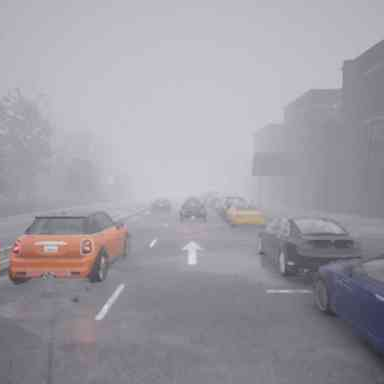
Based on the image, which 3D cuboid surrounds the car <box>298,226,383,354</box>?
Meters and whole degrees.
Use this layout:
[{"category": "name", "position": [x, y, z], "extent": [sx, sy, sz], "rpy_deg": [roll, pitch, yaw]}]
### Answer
[{"category": "car", "position": [3.225, 1.487, 4.444], "extent": [2.002, 1.452, 4.674], "rpy_deg": [0, 0, 0]}]

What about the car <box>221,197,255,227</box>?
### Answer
[{"category": "car", "position": [3.219, 1.324, 21.206], "extent": [1.946, 1.575, 5.366], "rpy_deg": [0, 0, 0]}]

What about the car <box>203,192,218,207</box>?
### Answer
[{"category": "car", "position": [3.201, 1.131, 48.642], "extent": [2.231, 1.521, 4.892], "rpy_deg": [0, 0, 0]}]

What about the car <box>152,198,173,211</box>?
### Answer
[{"category": "car", "position": [-3.163, 1.307, 35.736], "extent": [1.994, 1.385, 4.181], "rpy_deg": [0, 0, 0]}]

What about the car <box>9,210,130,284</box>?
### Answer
[{"category": "car", "position": [-3.152, 1.283, 9.558], "extent": [2.097, 1.767, 4.553], "rpy_deg": [0, 0, 0]}]

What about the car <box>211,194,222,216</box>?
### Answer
[{"category": "car", "position": [3.218, 1.244, 32.258], "extent": [1.946, 1.575, 5.366], "rpy_deg": [0, 0, 0]}]

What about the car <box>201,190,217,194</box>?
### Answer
[{"category": "car", "position": [3.193, 0.837, 54.324], "extent": [2.435, 2.045, 5.566], "rpy_deg": [0, 0, 0]}]

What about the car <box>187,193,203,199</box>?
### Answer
[{"category": "car", "position": [0.081, 1.206, 41.350], "extent": [1.837, 1.490, 4.892], "rpy_deg": [0, 0, 0]}]

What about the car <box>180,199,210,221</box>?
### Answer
[{"category": "car", "position": [0.095, 1.421, 24.970], "extent": [1.895, 1.301, 4.718], "rpy_deg": [0, 0, 0]}]

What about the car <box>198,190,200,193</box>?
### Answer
[{"category": "car", "position": [3.158, 0.600, 87.348], "extent": [2.435, 2.045, 5.566], "rpy_deg": [0, 0, 0]}]

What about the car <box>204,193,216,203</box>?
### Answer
[{"category": "car", "position": [3.187, 1.045, 60.008], "extent": [1.946, 1.575, 5.366], "rpy_deg": [0, 0, 0]}]

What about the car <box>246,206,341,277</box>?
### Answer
[{"category": "car", "position": [3.223, 1.409, 9.964], "extent": [2.231, 1.521, 4.892], "rpy_deg": [0, 0, 0]}]

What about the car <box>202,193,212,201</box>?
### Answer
[{"category": "car", "position": [3.176, 0.966, 71.058], "extent": [1.946, 1.575, 5.366], "rpy_deg": [0, 0, 0]}]
